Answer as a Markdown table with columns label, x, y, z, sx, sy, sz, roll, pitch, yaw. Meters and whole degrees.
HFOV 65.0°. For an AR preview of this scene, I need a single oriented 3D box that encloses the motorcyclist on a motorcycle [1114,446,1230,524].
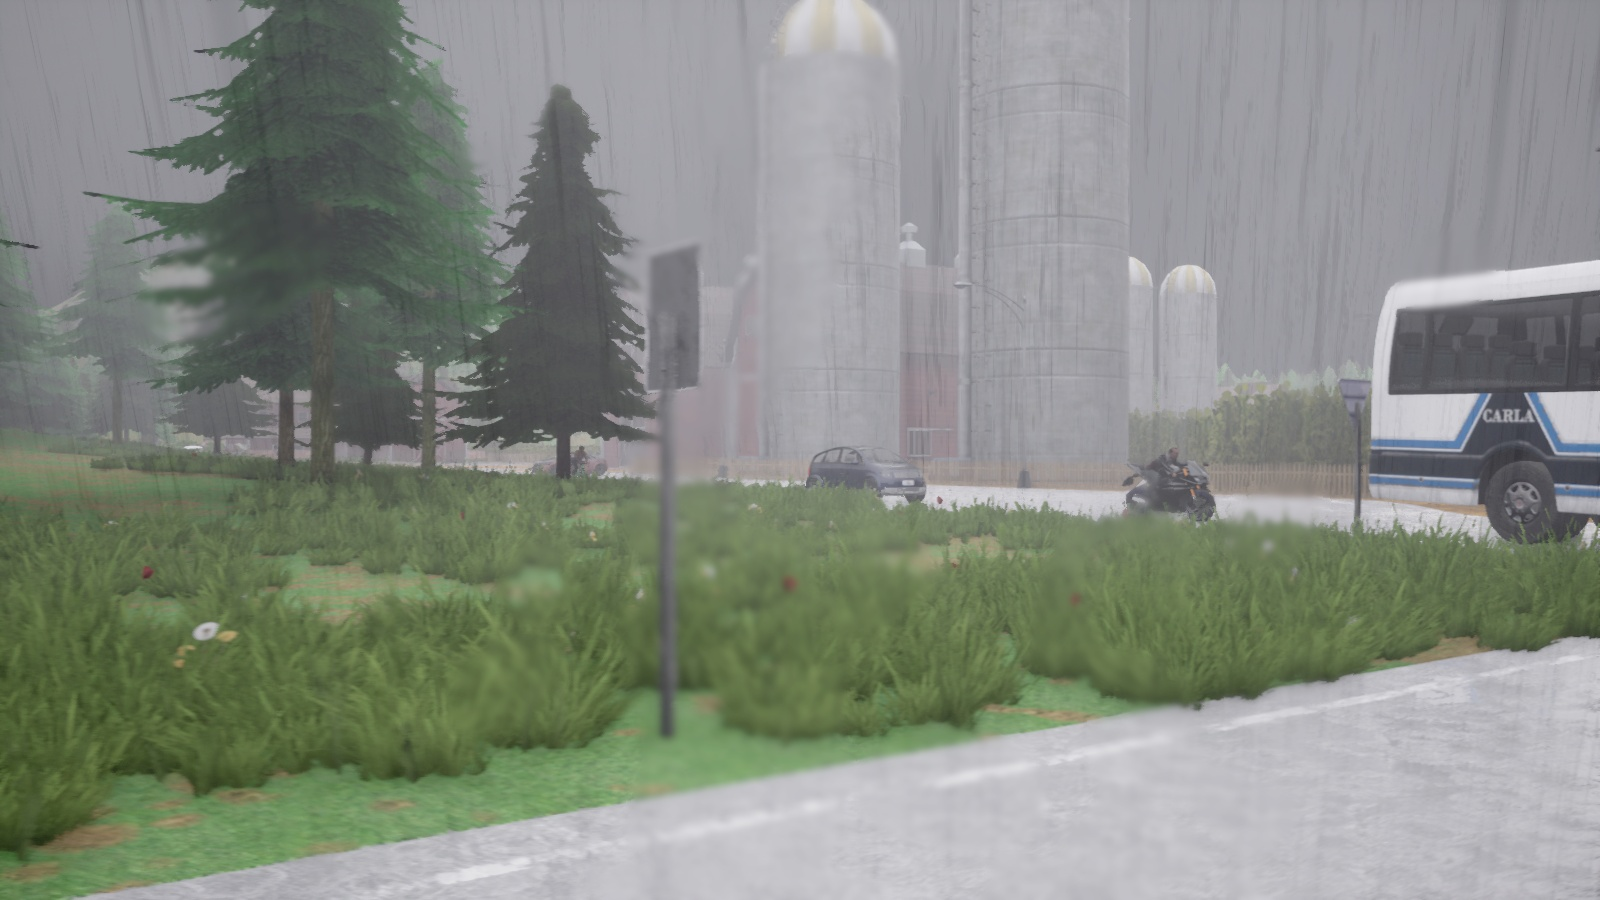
| label | x | y | z | sx | sy | sz | roll | pitch | yaw |
| --- | --- | --- | --- | --- | --- | --- | --- | --- | --- |
| motorcyclist on a motorcycle | 7.545 | 0.684 | 25.569 | 0.866 | 1.530 | 2.191 | 0 | 0 | -34 |

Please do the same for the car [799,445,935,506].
| label | x | y | z | sx | sy | sz | roll | pitch | yaw |
| --- | --- | --- | --- | --- | --- | --- | --- | --- | --- |
| car | 1.772 | 0.663 | 34.030 | 1.789 | 1.549 | 3.705 | 0 | 0 | -34 |

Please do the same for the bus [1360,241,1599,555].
| label | x | y | z | sx | sy | sz | roll | pitch | yaw |
| --- | --- | --- | --- | --- | --- | --- | --- | --- | --- |
| bus | 13.041 | -0.707 | 16.834 | 3.944 | 4.253 | 10.273 | -1 | 2 | -21 |
